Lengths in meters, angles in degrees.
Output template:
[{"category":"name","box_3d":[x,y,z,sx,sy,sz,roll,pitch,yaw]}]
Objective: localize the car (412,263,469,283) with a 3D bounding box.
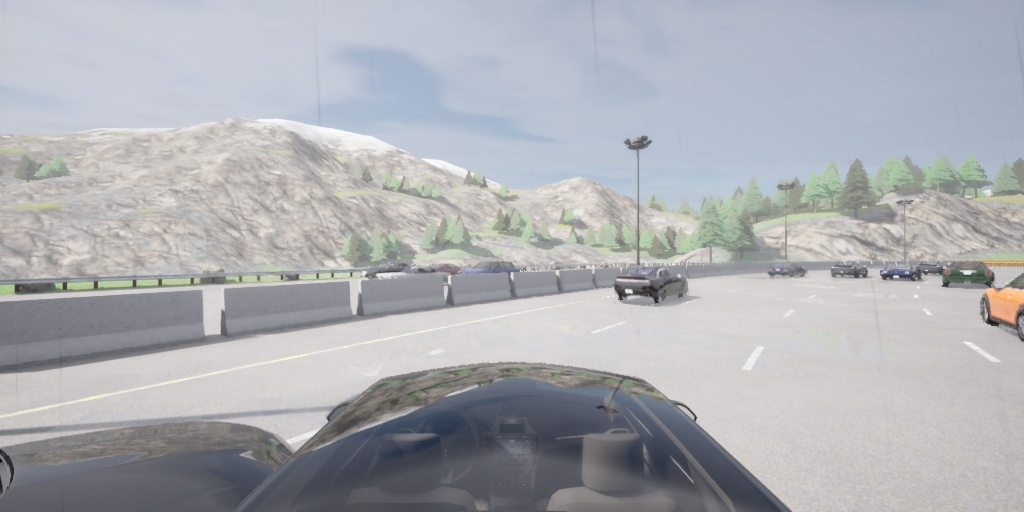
[{"category":"car","box_3d":[-5.774,1.314,29.249,1.994,1.385,4.181,0,0,44]}]

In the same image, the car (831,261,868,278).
[{"category":"car","box_3d":[31.375,1.242,33.342,4.902,1.511,2.128,0,0,-35]}]

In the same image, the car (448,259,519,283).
[{"category":"car","box_3d":[-1.570,1.102,23.524,2.097,1.767,4.553,0,0,44]}]

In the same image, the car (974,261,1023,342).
[{"category":"car","box_3d":[13.560,1.101,8.701,2.097,1.767,4.553,0,0,43]}]

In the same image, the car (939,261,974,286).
[{"category":"car","box_3d":[30.310,1.101,23.837,4.553,1.767,2.097,0,0,-38]}]

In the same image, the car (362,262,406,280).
[{"category":"car","box_3d":[-9.961,1.241,29.923,2.128,1.511,4.902,0,0,43]}]

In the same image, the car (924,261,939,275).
[{"category":"car","box_3d":[43.313,1.242,36.865,4.902,1.511,2.128,0,0,-31]}]

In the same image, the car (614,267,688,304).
[{"category":"car","box_3d":[6.494,1.241,16.527,2.128,1.511,4.902,0,0,44]}]

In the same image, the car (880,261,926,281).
[{"category":"car","box_3d":[32.308,1.351,29.733,4.718,1.301,1.895,0,0,-35]}]

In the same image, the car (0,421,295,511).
[{"category":"car","box_3d":[-2.983,1.255,0.534,4.892,1.490,1.837,0,0,-45]}]

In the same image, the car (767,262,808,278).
[{"category":"car","box_3d":[25.962,1.297,33.786,5.357,1.411,2.033,0,0,-37]}]

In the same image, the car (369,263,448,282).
[{"category":"car","box_3d":[-6.449,1.351,23.451,1.895,1.301,4.718,0,0,43]}]
